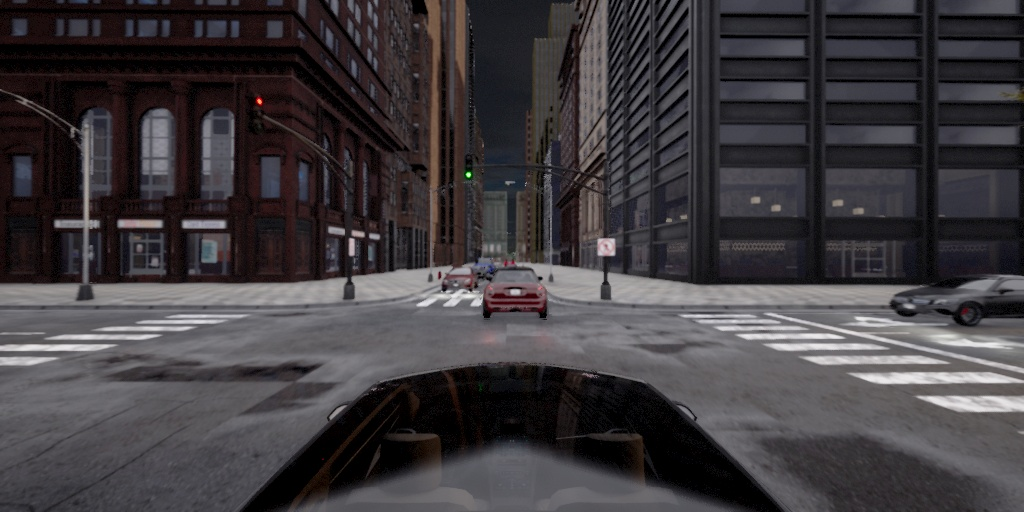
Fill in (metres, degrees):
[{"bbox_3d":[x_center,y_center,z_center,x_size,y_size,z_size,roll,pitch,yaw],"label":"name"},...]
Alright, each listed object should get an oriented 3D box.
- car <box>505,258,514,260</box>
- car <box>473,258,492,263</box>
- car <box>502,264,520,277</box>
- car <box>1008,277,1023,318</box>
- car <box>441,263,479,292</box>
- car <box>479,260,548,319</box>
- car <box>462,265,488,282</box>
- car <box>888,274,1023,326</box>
[{"bbox_3d":[-0.425,1.433,64.327,2.150,2.045,5.566,0,-1,0],"label":"car"},{"bbox_3d":[-3.233,1.237,41.859,2.150,2.045,5.566,0,0,0],"label":"car"},{"bbox_3d":[-0.118,1.575,40.127,1.994,1.385,4.181,0,0,0],"label":"car"},{"bbox_3d":[14.619,1.293,7.892,4.674,1.442,1.812,0,0,1],"label":"car"},{"bbox_3d":[-3.173,1.397,22.657,1.812,1.442,4.674,0,0,0],"label":"car"},{"bbox_3d":[0.095,1.162,13.266,2.097,1.767,4.553,0,0,0],"label":"car"},{"bbox_3d":[-3.227,1.541,32.012,1.895,1.301,4.718,0,0,0],"label":"car"},{"bbox_3d":[14.638,1.299,11.135,4.674,1.442,1.812,0,0,0],"label":"car"}]
